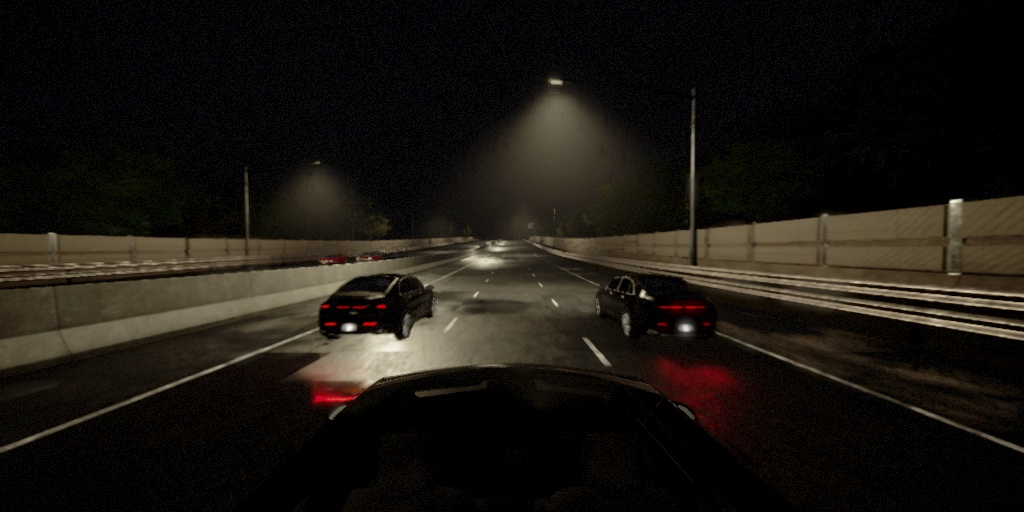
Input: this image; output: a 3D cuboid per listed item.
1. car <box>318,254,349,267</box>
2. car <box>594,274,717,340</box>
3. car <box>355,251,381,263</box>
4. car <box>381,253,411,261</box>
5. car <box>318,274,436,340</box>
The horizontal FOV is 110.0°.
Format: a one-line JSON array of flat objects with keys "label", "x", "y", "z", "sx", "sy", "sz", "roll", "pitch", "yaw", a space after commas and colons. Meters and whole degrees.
[{"label": "car", "x": -21.048, "y": 0.466, "z": 42.458, "sx": 1.812, "sy": 1.442, "sz": 4.674, "roll": 0, "pitch": 2, "yaw": 0}, {"label": "car", "x": 3.603, "y": 1.228, "z": 9.850, "sx": 1.837, "sy": 1.490, "sz": 4.892, "roll": 0, "pitch": 0, "yaw": 0}, {"label": "car", "x": -17.546, "y": 0.234, "z": 44.402, "sx": 2.097, "sy": 1.767, "sz": 4.553, "roll": 0, "pitch": 2, "yaw": 0}, {"label": "car", "x": -14.034, "y": 0.358, "z": 44.447, "sx": 1.882, "sy": 1.535, "sz": 5.008, "roll": 0, "pitch": 2, "yaw": 1}, {"label": "car", "x": -3.397, "y": 1.228, "z": 9.903, "sx": 1.837, "sy": 1.490, "sz": 4.892, "roll": 0, "pitch": 0, "yaw": 0}]
